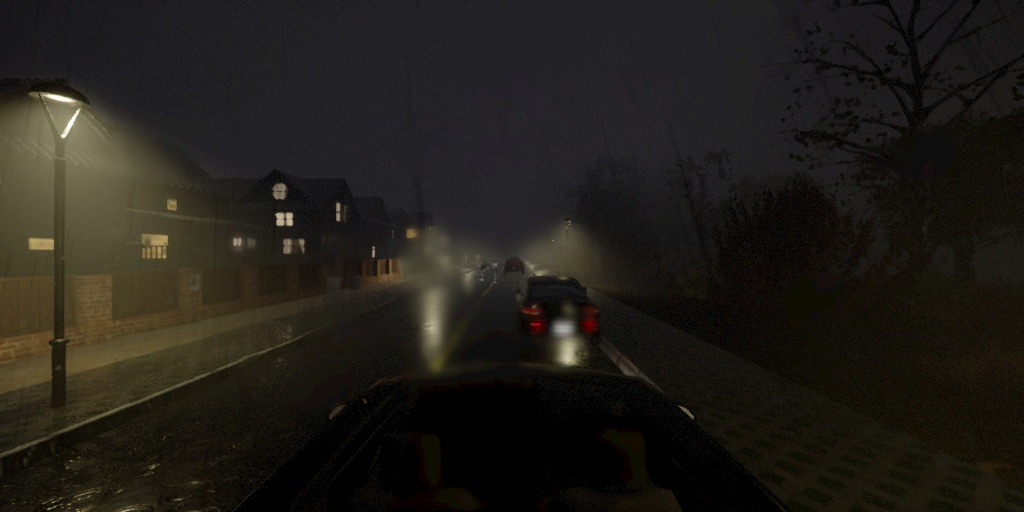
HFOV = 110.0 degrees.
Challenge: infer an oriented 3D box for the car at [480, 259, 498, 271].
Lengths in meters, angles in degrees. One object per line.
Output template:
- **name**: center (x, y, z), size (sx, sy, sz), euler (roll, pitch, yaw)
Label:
- **car**: center (-2.636, 1.000, 41.698), size (1.895, 1.301, 4.718), euler (0, 1, 0)

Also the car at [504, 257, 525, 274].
- **car**: center (0.235, 0.935, 35.120), size (1.882, 1.535, 5.008), euler (0, 0, 1)

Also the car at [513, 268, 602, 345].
- **car**: center (1.005, 1.210, 9.153), size (1.812, 1.442, 4.674), euler (0, 0, 0)
